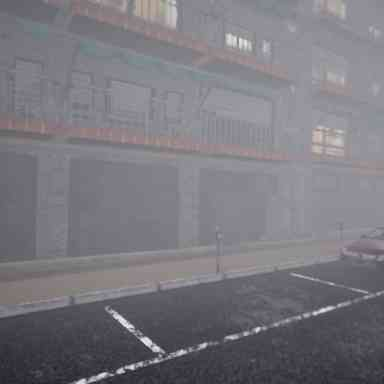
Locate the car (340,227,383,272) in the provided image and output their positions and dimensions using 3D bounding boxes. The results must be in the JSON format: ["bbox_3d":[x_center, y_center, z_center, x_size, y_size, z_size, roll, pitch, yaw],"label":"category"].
[{"bbox_3d":[6.496,1.756,10.574,4.206,1.307,1.802,1,0,-33],"label":"car"}]
